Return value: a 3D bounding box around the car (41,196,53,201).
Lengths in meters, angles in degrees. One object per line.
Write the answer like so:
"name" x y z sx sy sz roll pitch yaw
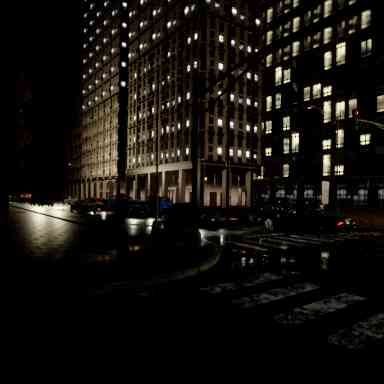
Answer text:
"car" -36.584 1.570 83.895 1.802 1.307 4.206 1 -1 -35

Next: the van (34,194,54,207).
"van" -20.579 1.197 46.782 1.690 1.788 3.998 1 -1 -35

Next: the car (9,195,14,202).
"car" -36.897 1.396 69.834 1.947 1.339 4.313 1 -1 -35

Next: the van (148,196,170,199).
"van" -3.951 1.382 37.789 1.690 1.788 3.998 1 -1 -35

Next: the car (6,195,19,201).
"car" -40.159 1.377 74.445 2.008 1.369 4.403 1 -1 -35

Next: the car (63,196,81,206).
"car" -20.366 1.485 56.322 1.812 1.442 4.674 1 -1 -35

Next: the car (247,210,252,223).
"car" 5.836 1.505 23.955 1.967 1.590 4.097 1 -1 -35

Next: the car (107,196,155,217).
"car" -5.618 1.412 30.116 1.882 1.535 5.008 1 -1 -35

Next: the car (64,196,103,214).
"car" -10.795 1.427 32.947 2.008 1.369 4.403 1 -1 -35

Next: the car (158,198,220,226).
"car" -0.170 1.425 22.413 1.882 1.535 5.008 1 -1 -36

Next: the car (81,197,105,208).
"car" -14.376 1.476 47.950 1.837 1.490 4.892 1 -1 -35

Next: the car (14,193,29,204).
"car" -30.367 1.155 60.615 2.192 1.841 5.009 1 -1 -35

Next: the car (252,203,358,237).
"car" 6.159 1.563 18.312 2.033 1.411 5.357 1 0 -37

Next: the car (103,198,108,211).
"car" -11.764 1.468 38.821 2.033 1.411 5.357 1 -1 -35

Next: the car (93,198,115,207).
"car" -13.744 1.586 51.619 1.947 1.339 4.313 1 -1 -35

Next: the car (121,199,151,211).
"car" -7.218 1.584 42.397 2.008 1.369 4.403 1 -1 -35

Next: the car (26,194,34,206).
"car" -23.846 1.432 51.390 1.802 1.307 4.206 1 -1 -35
